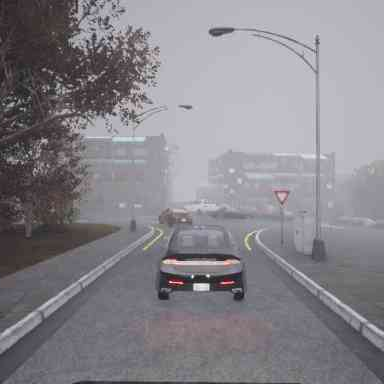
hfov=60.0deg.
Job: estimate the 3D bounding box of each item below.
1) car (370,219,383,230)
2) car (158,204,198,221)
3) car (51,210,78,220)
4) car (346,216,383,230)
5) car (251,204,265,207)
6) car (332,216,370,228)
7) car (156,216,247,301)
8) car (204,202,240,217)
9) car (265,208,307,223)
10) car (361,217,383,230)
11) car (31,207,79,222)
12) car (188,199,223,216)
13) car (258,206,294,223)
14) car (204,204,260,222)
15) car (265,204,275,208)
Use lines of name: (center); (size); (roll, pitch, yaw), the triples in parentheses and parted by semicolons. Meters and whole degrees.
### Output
car: (25.415, 4.323, 41.659); (4.718, 1.301, 1.895); (5, -2, -11)
car: (-1.383, 1.964, 27.057); (1.812, 1.442, 4.674); (0, -1, -19)
car: (-13.894, 2.415, 33.803); (4.674, 1.442, 1.812); (-2, -1, 17)
car: (24.431, 4.331, 46.791); (2.002, 1.452, 4.674); (7, -3, -31)
car: (6.734, 2.471, 43.221); (2.185, 1.767, 4.553); (6, -3, -32)
car: (21.473, 4.049, 46.207); (2.002, 1.452, 4.674); (6, -3, -31)
car: (0.215, 1.582, 8.551); (2.128, 1.511, 4.902); (0, -1, 1)
car: (3.773, 2.227, 42.653); (2.185, 1.767, 4.553); (4, -3, -32)
car: (12.535, 3.160, 44.618); (1.946, 1.575, 5.366); (6, -3, -31)
car: (27.297, 4.569, 47.513); (1.946, 1.575, 5.366); (6, -3, -31)
car: (-15.321, 2.524, 37.208); (4.892, 1.490, 1.837); (-2, -1, 18)
car: (0.907, 1.943, 41.995); (2.435, 2.045, 5.566); (1, -2, -31)
car: (9.082, 2.761, 38.377); (4.718, 1.301, 1.895); (5, -2, -12)
car: (3.958, 2.244, 33.441); (4.718, 1.301, 1.895); (3, -1, -11)
car: (9.718, 2.632, 43.849); (2.435, 2.045, 5.566); (7, -3, -32)
